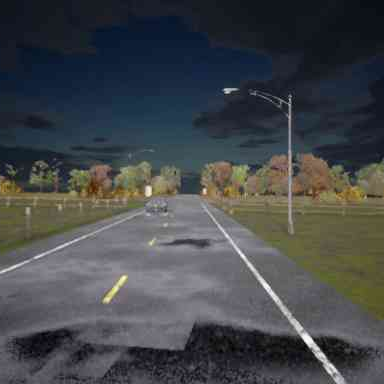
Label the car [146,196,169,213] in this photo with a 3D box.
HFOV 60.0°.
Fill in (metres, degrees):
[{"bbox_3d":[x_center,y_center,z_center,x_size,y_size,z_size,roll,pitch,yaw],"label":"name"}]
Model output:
[{"bbox_3d":[-3.598,1.233,35.433,2.097,1.767,4.553,0,0,0],"label":"car"}]
